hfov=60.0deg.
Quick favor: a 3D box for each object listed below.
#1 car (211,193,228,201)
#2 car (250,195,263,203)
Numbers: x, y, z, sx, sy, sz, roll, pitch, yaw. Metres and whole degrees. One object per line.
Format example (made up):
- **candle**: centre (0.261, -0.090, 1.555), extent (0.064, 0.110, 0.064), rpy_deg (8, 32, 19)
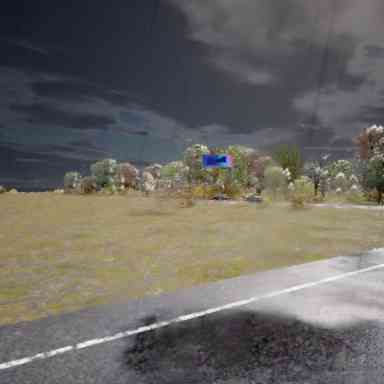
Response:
- **car**: centre (6.389, 1.089, 77.034), extent (2.097, 1.767, 4.553), rpy_deg (0, 0, -34)
- **car**: centre (12.412, 1.404, 68.033), extent (2.033, 1.411, 5.357), rpy_deg (0, 0, -34)
